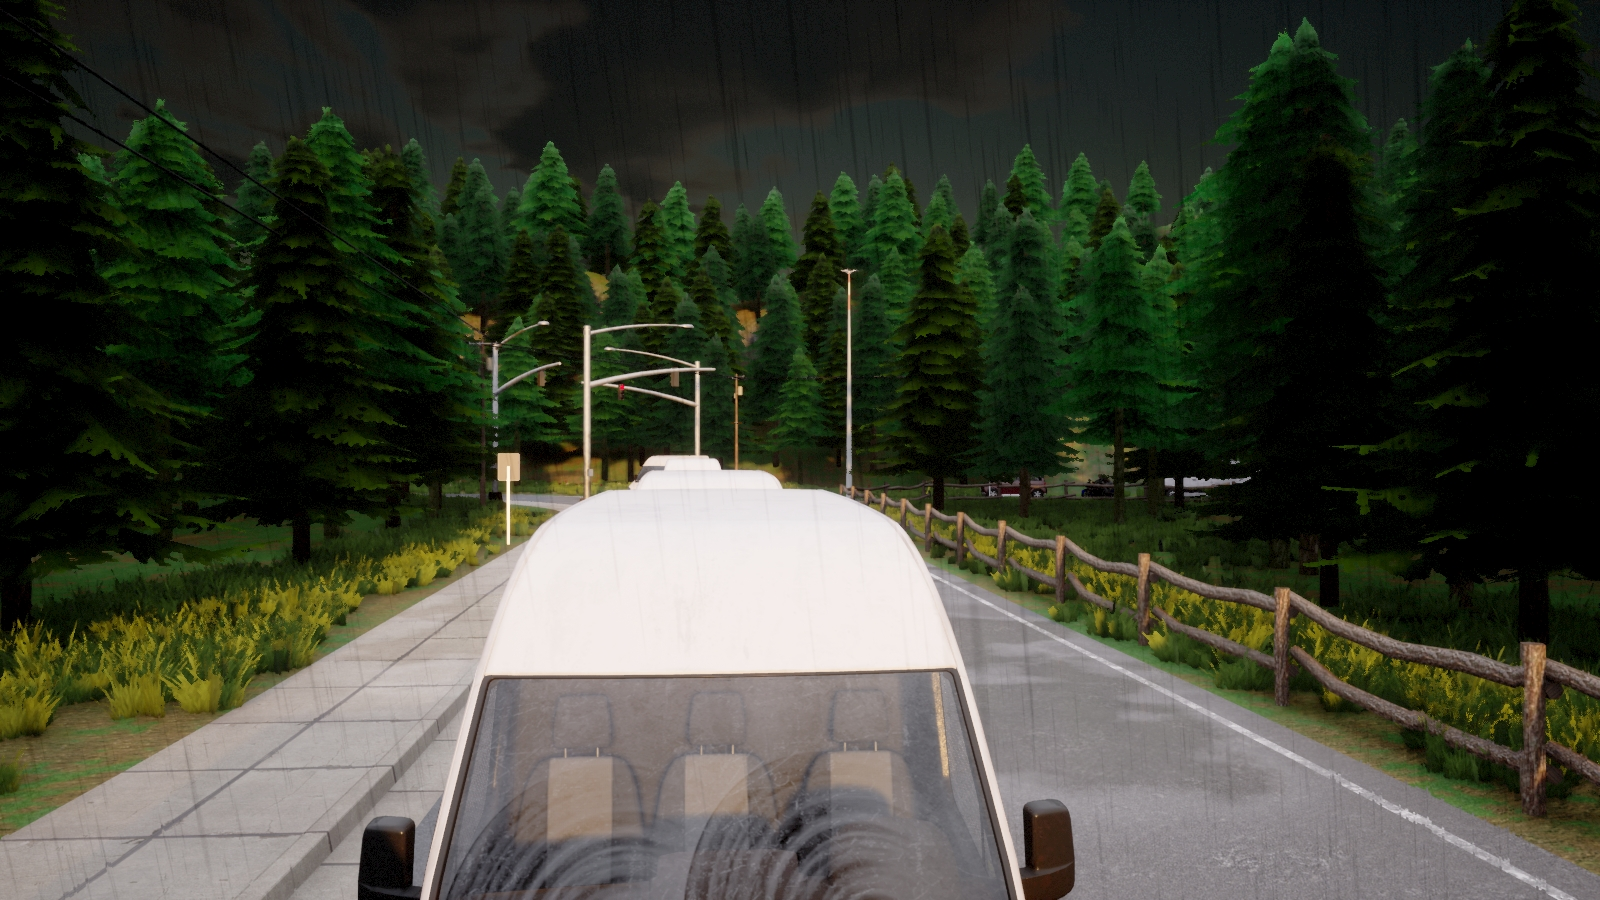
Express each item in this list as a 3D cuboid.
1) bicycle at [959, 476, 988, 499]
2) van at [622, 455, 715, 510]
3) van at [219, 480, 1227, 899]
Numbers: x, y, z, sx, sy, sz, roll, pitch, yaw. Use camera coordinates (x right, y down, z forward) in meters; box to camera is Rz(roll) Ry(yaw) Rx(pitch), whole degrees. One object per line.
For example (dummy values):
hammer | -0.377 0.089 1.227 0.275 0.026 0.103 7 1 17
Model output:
bicycle | 9.912 2.158 65.252 1.487 1.276 0.859 0 0 -6
van | -6.344 1.515 56.009 1.988 2.561 5.915 0 0 22
van | -0.357 1.499 5.207 1.988 2.561 5.915 0 0 -5
